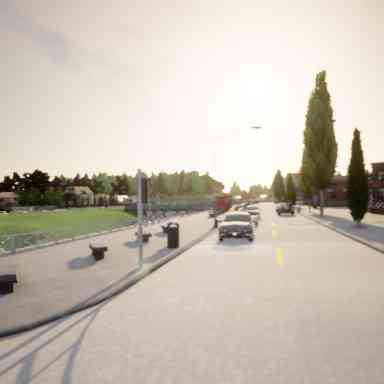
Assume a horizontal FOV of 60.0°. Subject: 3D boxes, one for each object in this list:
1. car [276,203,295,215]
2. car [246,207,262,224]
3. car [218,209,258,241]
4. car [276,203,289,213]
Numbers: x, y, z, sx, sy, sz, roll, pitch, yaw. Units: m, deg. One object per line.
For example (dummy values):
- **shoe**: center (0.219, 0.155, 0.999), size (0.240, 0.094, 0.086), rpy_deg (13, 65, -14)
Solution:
- **car**: center (13.072, 2.312, 46.484), size (2.097, 1.767, 4.553), rpy_deg (-1, -2, 12)
- **car**: center (4.744, 2.259, 28.494), size (1.895, 1.301, 4.718), rpy_deg (-1, -2, 13)
- **car**: center (2.725, 1.970, 19.521), size (1.837, 1.490, 4.892), rpy_deg (-1, -2, 13)
- **car**: center (15.231, 2.693, 56.110), size (1.812, 1.442, 4.674), rpy_deg (-1, -2, 12)
